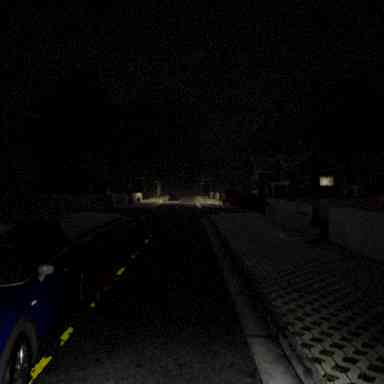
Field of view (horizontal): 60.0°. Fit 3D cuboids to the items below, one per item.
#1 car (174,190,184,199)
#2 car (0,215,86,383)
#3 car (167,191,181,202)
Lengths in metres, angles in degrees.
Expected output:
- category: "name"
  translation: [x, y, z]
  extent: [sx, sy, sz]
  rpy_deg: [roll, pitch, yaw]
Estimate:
- category: "car"
  translation: [-3.516, 0.577, 77.266]
  extent: [2.150, 2.045, 5.566]
  rpy_deg: [0, 0, 0]
- category: "car"
  translation: [-2.957, 1.313, 4.719]
  extent: [2.097, 1.767, 4.553]
  rpy_deg: [0, 1, -7]
- category: "car"
  translation: [-3.517, 0.986, 61.688]
  extent: [1.837, 1.490, 4.892]
  rpy_deg: [0, 1, 0]
